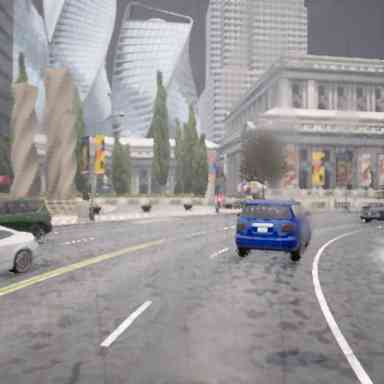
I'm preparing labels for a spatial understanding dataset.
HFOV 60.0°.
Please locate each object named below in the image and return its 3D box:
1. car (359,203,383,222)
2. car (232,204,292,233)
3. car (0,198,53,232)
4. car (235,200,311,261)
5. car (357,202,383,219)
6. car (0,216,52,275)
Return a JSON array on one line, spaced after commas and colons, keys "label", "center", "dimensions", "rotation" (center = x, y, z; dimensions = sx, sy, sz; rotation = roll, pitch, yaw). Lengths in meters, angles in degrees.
[{"label": "car", "center": [16.236, 1.831, 27.715], "dimensions": [5.357, 1.411, 2.033], "rotation": [1, 0, -31]}, {"label": "car", "center": [4.709, 1.648, 21.791], "dimensions": [1.882, 1.535, 5.008], "rotation": [0, -1, 37]}, {"label": "car", "center": [-8.058, 1.256, 13.110], "dimensions": [2.150, 2.045, 5.566], "rotation": [0, -1, 19]}, {"label": "car", "center": [3.365, 1.329, 13.170], "dimensions": [2.150, 2.045, 5.566], "rotation": [0, 0, 24]}, {"label": "car", "center": [18.978, 1.826, 32.901], "dimensions": [4.902, 1.511, 2.128], "rotation": [1, -1, -25]}, {"label": "car", "center": [-5.832, 1.540, 8.156], "dimensions": [1.812, 1.442, 4.674], "rotation": [0, 0, 14]}]
